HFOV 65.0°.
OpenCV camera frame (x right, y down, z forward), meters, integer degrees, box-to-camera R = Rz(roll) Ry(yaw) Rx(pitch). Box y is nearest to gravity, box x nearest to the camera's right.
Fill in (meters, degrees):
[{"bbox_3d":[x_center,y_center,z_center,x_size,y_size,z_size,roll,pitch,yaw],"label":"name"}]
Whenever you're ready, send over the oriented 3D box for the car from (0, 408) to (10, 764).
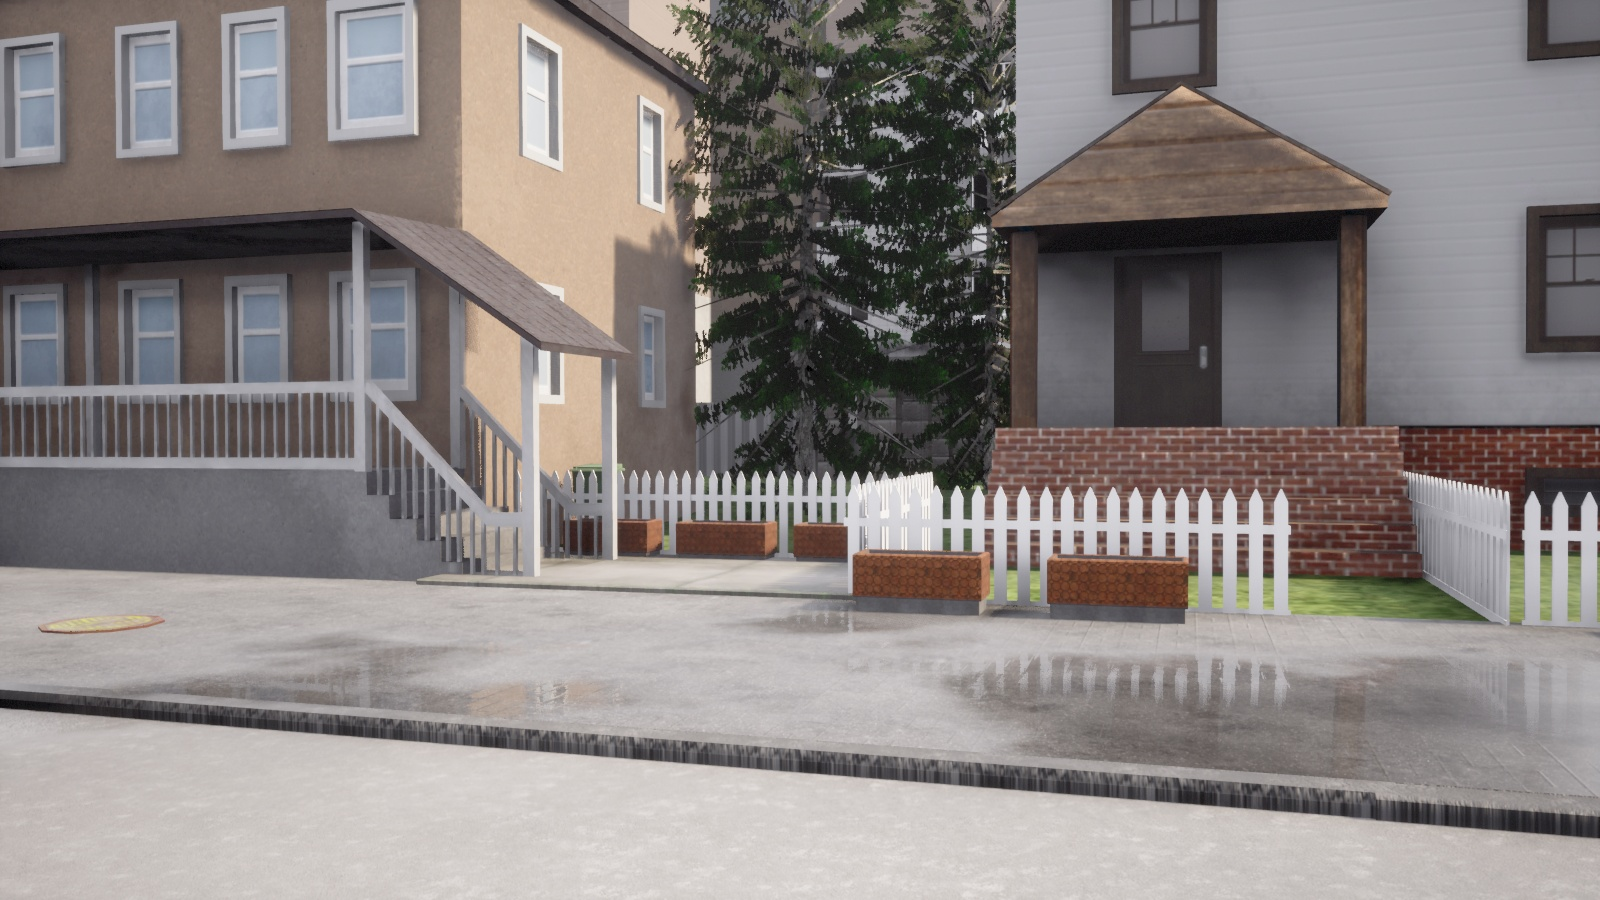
[{"bbox_3d":[-5.799,0.616,5.449,3.988,1.617,1.851,0,1,17],"label":"car"}]
